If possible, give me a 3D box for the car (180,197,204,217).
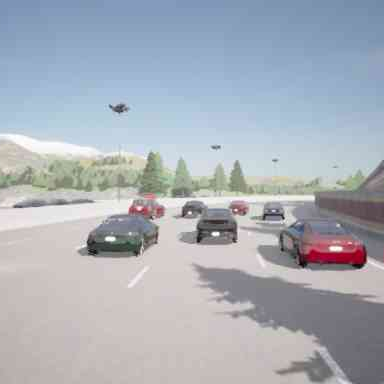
[{"bbox_3d":[0.364,1.521,30.674,1.837,1.490,4.892,0,0,13],"label":"car"}]

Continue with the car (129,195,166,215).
[{"bbox_3d":[-3.732,1.355,28.302,2.097,1.767,4.553,0,0,12],"label":"car"}]

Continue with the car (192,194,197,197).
[{"bbox_3d":[2.819,1.200,75.044,2.033,1.411,5.357,0,0,30],"label":"car"}]

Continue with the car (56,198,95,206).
[{"bbox_3d":[-12.592,1.488,37.338,1.837,1.490,4.892,0,0,15],"label":"car"}]

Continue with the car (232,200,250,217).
[{"bbox_3d":[4.789,1.557,33.955,1.812,1.442,4.674,0,0,15],"label":"car"}]

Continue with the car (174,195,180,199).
[{"bbox_3d":[-3.064,1.369,78.854,1.812,1.442,4.674,0,0,30],"label":"car"}]

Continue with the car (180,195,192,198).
[{"bbox_3d":[-0.032,1.356,77.106,1.837,1.490,4.892,0,0,30],"label":"car"}]

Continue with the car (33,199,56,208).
[{"bbox_3d":[-15.810,1.498,38.818,1.812,1.442,4.674,0,0,15],"label":"car"}]

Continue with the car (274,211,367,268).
[{"bbox_3d":[4.276,1.582,11.461,1.994,1.385,4.181,0,0,5],"label":"car"}]

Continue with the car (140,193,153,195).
[{"bbox_3d":[-10.348,1.229,72.730,2.150,2.045,5.566,0,0,26],"label":"car"}]

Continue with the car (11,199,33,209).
[{"bbox_3d":[-19.116,1.511,40.177,2.033,1.411,5.357,0,0,15],"label":"car"}]

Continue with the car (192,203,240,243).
[{"bbox_3d":[1.301,1.517,16.379,1.837,1.490,4.892,0,0,7],"label":"car"}]

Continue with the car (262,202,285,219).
[{"bbox_3d":[7.202,1.583,29.395,2.033,1.411,5.357,0,0,13],"label":"car"}]

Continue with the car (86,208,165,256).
[{"bbox_3d":[-2.562,1.563,13.281,1.994,1.385,4.181,0,0,6],"label":"car"}]
